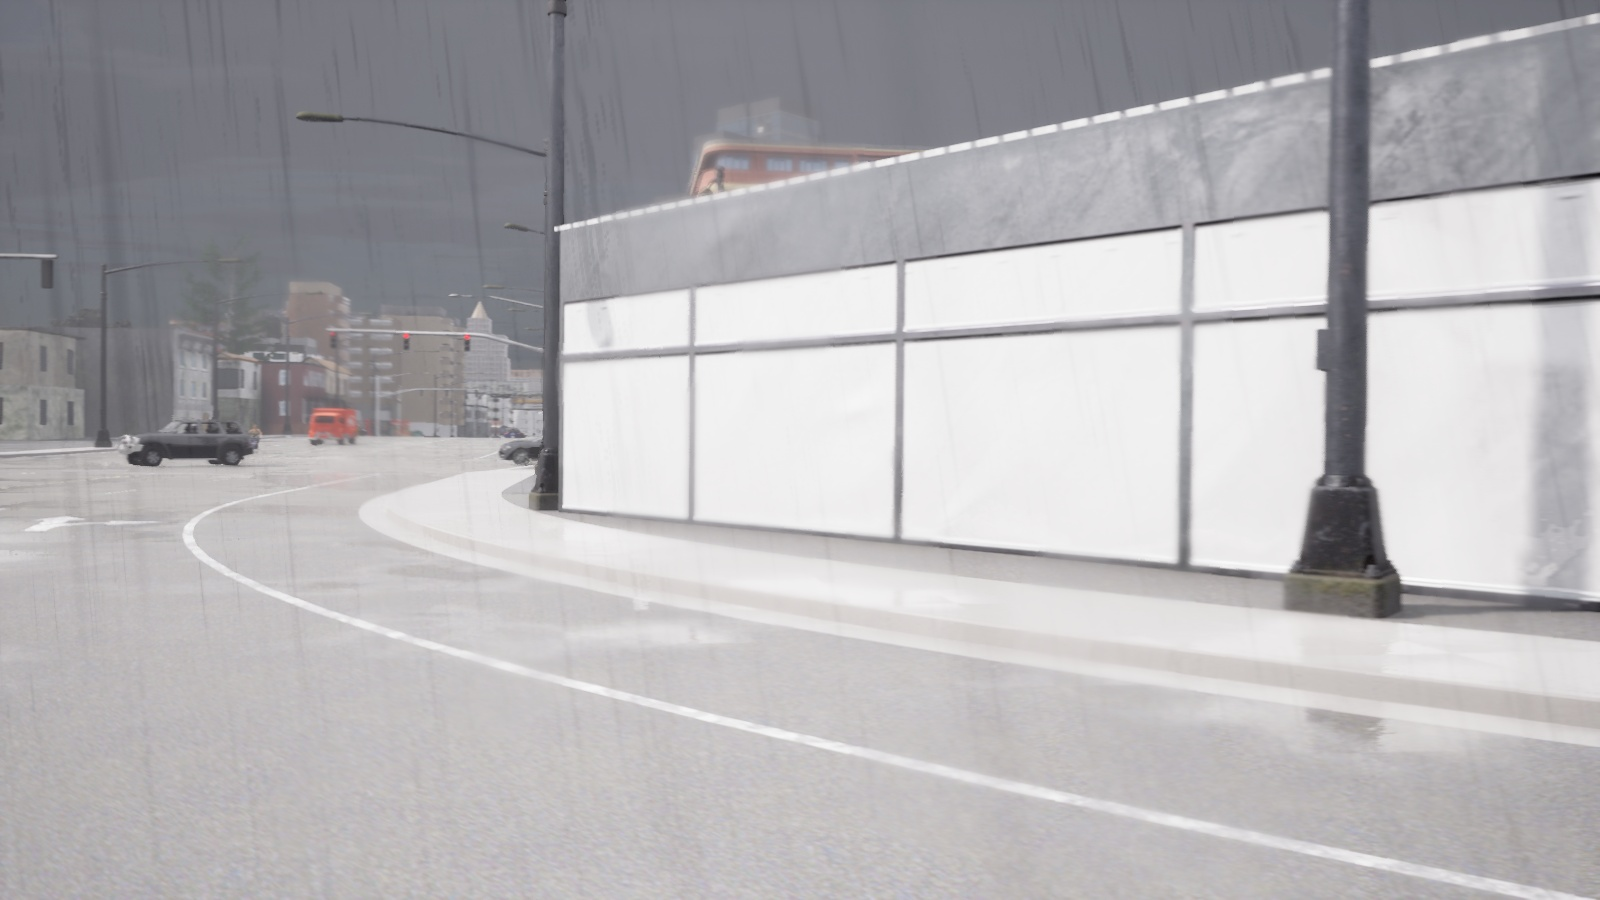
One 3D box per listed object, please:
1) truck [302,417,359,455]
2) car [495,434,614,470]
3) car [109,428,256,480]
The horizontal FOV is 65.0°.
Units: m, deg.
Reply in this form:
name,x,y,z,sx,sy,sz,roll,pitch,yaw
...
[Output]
name,x,y,z,sx,sy,sz,roll,pitch,yaw
truck,-32.217,-0.998,86.304,2.627,2.467,5.204,-1,2,-8
car,-10.540,0.077,54.140,4.902,1.511,2.128,0,1,-10
car,-23.404,0.115,47.690,4.605,1.855,1.932,-1,1,-44
